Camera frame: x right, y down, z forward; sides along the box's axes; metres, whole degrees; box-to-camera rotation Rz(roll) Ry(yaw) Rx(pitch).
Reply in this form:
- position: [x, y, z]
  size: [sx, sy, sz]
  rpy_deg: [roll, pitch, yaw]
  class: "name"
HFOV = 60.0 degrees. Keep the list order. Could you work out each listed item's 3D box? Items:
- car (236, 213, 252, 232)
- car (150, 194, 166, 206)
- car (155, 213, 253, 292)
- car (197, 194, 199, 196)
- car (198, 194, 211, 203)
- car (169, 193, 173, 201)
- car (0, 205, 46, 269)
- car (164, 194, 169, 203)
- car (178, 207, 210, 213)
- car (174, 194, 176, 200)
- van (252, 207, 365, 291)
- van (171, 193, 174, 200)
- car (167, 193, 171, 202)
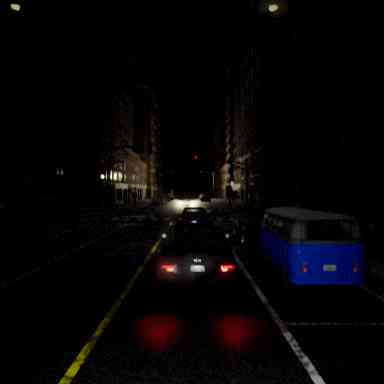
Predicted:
- position: [2.863, 1.553, 14.403]
  size: [1.947, 1.339, 4.313]
  rpy_deg: [0, 0, 0]
  class: "car"
- position: [-5.642, 1.462, 52.226]
  size: [1.752, 1.417, 4.829]
  rpy_deg: [0, 0, 0]
  class: "car"
- position: [0.106, 1.540, 9.015]
  size: [2.033, 1.411, 5.357]
  rpy_deg: [0, 0, 0]
  class: "car"
- position: [2.898, 1.468, 79.677]
  size: [2.008, 1.369, 4.403]
  rpy_deg: [0, 0, 0]
  class: "car"
- position: [2.892, 1.363, 68.780]
  size: [1.967, 1.590, 4.097]
  rpy_deg: [0, 0, 0]
  class: "car"
- position: [-5.633, 1.468, 68.749]
  size: [1.887, 1.381, 4.507]
  rpy_deg: [0, 0, 0]
  class: "car"
- position: [-5.665, 1.308, 8.707]
  size: [2.192, 1.841, 5.009]
  rpy_deg: [0, 0, 0]
  class: "car"
- position: [-5.638, 1.482, 57.847]
  size: [2.008, 1.369, 4.403]
  rpy_deg: [0, 0, 0]
  class: "car"
- position: [0.111, 1.545, 19.334]
  size: [1.994, 1.385, 4.181]
  rpy_deg: [0, 0, 0]
  class: "car"
- position: [-5.627, 1.468, 79.650]
  size: [2.008, 1.369, 4.403]
  rpy_deg: [0, 0, 0]
  class: "car"
- position: [2.860, 1.334, 8.743]
  size: [1.690, 1.788, 3.998]
  rpy_deg: [0, 0, 0]
  class: "van"
- position: [-5.630, 1.261, 74.199]
  size: [1.690, 1.788, 3.998]
  rpy_deg: [0, 0, 0]
  class: "van"
- position: [-5.636, 1.471, 63.298]
  size: [1.887, 1.381, 4.507]
  rpy_deg: [0, 0, 0]
  class: "car"
